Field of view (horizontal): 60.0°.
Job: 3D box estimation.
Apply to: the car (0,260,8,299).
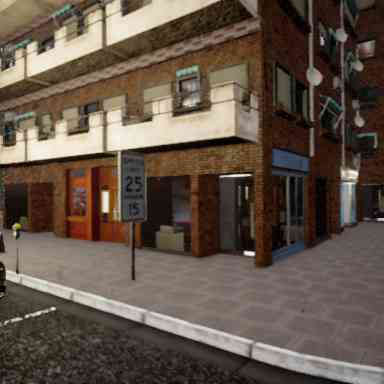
[{"bbox_3d":[-5.440,1.508,6.776,4.403,1.369,2.008,0,-1,36],"label":"car"}]
